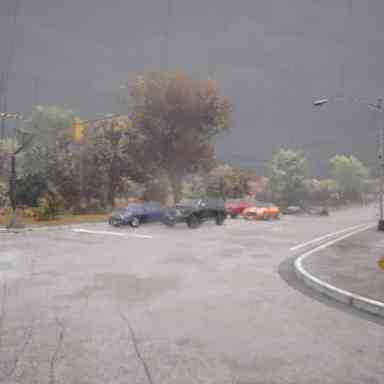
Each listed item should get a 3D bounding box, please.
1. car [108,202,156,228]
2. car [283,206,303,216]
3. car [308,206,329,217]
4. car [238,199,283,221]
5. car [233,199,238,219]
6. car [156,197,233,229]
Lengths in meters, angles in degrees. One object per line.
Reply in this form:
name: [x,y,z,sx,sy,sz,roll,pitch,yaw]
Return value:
car: [-3.685,1.482,23.582,2.097,1.767,4.553,-1,-1,37]
car: [14.837,2.768,48.892,1.812,1.442,4.674,-1,-3,37]
car: [17.982,2.722,47.258,2.128,1.511,4.902,-1,-3,36]
car: [6.605,1.776,31.732,2.097,1.767,4.553,-1,-3,36]
car: [4.364,1.721,34.604,2.150,2.045,5.566,-1,-3,36]
car: [0.322,1.347,23.099,2.150,2.045,5.566,-1,-2,36]
